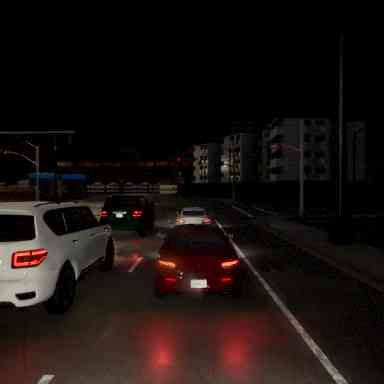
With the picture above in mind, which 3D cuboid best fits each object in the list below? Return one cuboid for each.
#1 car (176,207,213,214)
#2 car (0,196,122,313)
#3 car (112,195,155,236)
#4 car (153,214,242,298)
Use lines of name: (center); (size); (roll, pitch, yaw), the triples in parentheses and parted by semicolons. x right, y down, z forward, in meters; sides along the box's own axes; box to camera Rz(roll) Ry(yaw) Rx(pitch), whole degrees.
car: (0.108, 1.490, 17.503); (1.812, 1.442, 4.674); (0, 0, 1)
car: (-3.386, 1.218, 7.772); (2.150, 2.045, 5.566); (0, 0, 0)
car: (-3.359, 1.179, 18.131); (2.150, 2.045, 5.566); (0, 0, 0)
car: (0.117, 1.521, 8.416); (1.812, 1.442, 4.674); (0, 0, 0)
